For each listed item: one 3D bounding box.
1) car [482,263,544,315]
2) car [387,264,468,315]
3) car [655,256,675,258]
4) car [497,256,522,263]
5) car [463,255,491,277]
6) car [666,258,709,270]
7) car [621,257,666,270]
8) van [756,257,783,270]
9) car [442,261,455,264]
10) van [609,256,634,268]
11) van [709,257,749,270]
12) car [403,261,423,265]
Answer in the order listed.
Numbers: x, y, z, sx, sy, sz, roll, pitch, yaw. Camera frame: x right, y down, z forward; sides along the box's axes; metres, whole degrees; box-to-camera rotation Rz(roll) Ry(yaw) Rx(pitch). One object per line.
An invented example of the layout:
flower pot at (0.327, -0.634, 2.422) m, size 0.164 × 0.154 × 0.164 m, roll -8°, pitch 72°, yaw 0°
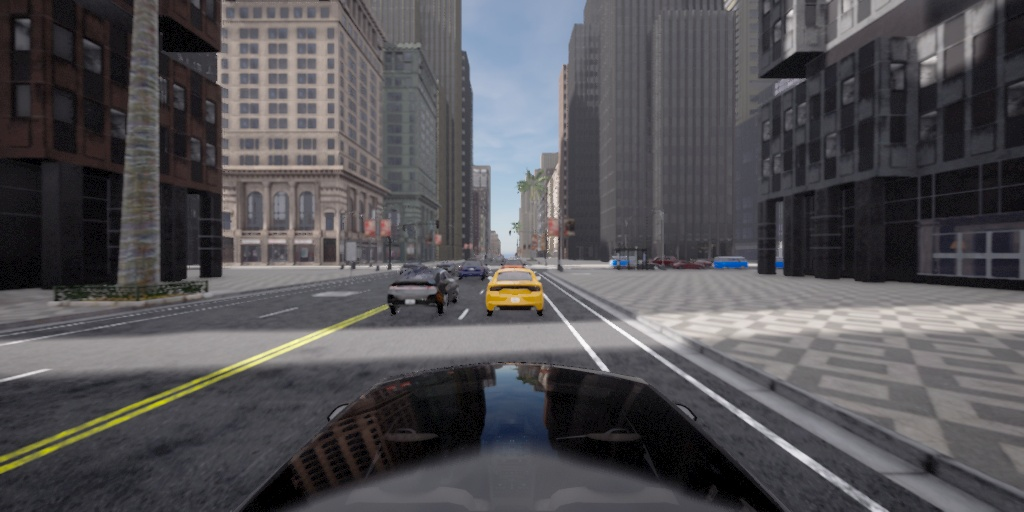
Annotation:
car at (0.097, 1.197, 13.517) m, size 1.882 × 1.535 × 5.008 m, roll 0°, pitch 0°, yaw 0°
car at (-3.151, 1.209, 13.515) m, size 2.128 × 1.511 × 4.902 m, roll 0°, pitch 0°, yaw 0°
car at (22.734, 0.897, 55.110) m, size 5.009 × 1.841 × 2.192 m, roll 0°, pitch 0°, yaw 0°
car at (0.095, 1.028, 30.212) m, size 2.097 × 1.767 × 4.553 m, roll 0°, pitch 0°, yaw 0°
car at (-3.155, 1.028, 30.164) m, size 2.097 × 1.767 × 4.553 m, roll 0°, pitch 0°, yaw 0°
car at (22.741, 1.211, 46.585) m, size 4.207 × 1.307 × 1.802 m, roll 0°, pitch 0°, yaw 0°
car at (17.063, 1.183, 46.583) m, size 4.403 × 1.370 × 2.007 m, roll 0°, pitch 0°, yaw 0°
van at (34.095, 0.964, 46.591) m, size 3.998 × 1.789 × 1.690 m, roll 0°, pitch 0°, yaw 0°
car at (-6.541, 1.226, 35.962) m, size 1.994 × 1.385 × 4.181 m, roll 0°, pitch 0°, yaw 0°
van at (17.057, 0.927, 55.107) m, size 3.998 × 1.789 × 1.690 m, roll 0°, pitch 0°, yaw 0°
van at (28.418, 0.966, 46.588) m, size 3.998 × 1.789 × 1.690 m, roll 0°, pitch 0°, yaw 0°
car at (-9.790, 1.227, 35.834) m, size 1.994 × 1.385 × 4.181 m, roll 0°, pitch 0°, yaw 0°
